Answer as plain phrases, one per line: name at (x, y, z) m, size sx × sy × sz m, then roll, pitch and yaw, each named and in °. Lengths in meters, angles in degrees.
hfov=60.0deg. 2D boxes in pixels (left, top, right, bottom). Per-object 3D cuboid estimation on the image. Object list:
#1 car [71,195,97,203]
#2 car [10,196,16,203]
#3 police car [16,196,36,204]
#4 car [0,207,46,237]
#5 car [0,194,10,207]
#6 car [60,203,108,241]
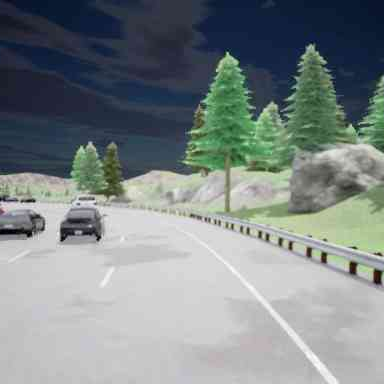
car at (-11.310, 1.331, 34.850) m, size 2.150 × 2.045 × 5.566 m, roll 0°, pitch 0°, yaw -24°
car at (-43.645, 1.870, 80.745) m, size 4.674 × 1.442 × 1.812 m, roll 0°, pitch 0°, yaw 44°
police car at (-36.478, 1.722, 73.931) m, size 5.238 × 1.638 × 1.930 m, roll 0°, pitch 0°, yaw 44°
car at (-9.371, 1.639, 18.211) m, size 1.994 × 1.385 × 4.181 m, roll 0°, pitch 0°, yaw -13°
car at (-13.708, 1.324, 21.296) m, size 2.150 × 2.045 × 5.566 m, roll 0°, pitch 0°, yaw -16°
car at (-5.511, 1.558, 17.074) m, size 1.837 × 1.490 × 4.892 m, roll 0°, pitch 0°, yaw -12°
